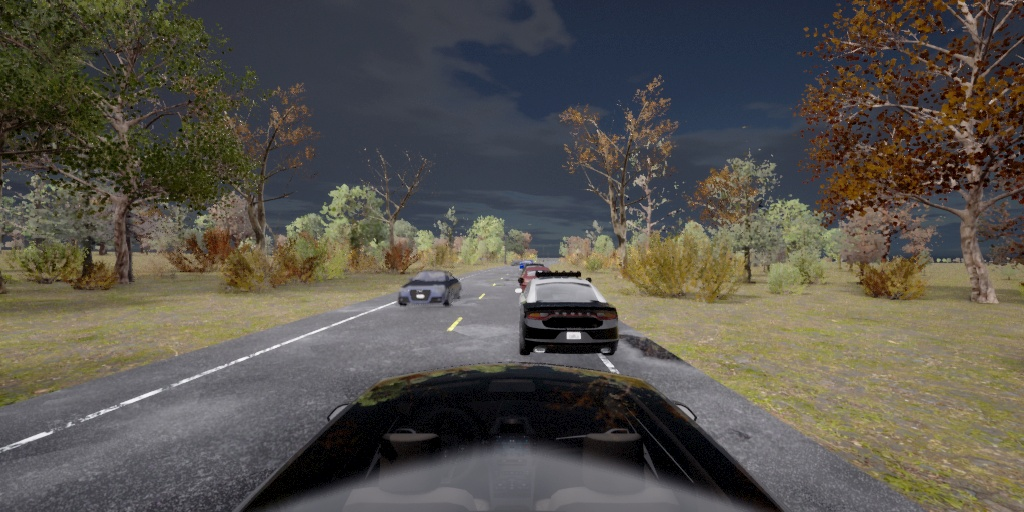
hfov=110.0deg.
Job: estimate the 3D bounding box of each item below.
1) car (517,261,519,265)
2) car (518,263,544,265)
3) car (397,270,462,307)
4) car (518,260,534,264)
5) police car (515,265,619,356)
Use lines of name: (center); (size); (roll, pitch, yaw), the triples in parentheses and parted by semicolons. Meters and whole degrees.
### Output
car: (2.106, 1.313, 50.363); (1.882, 1.535, 5.008); (0, 0, 5)
car: (1.324, 1.281, 18.645); (1.812, 1.442, 4.674); (0, 0, 2)
car: (-3.387, 1.318, 15.429); (1.994, 1.385, 4.181); (0, 0, 2)
car: (1.531, 1.266, 24.615); (1.837, 1.490, 4.892); (0, 0, 2)
police car: (1.107, 1.177, 8.802); (1.930, 1.638, 5.238); (0, 0, 1)
